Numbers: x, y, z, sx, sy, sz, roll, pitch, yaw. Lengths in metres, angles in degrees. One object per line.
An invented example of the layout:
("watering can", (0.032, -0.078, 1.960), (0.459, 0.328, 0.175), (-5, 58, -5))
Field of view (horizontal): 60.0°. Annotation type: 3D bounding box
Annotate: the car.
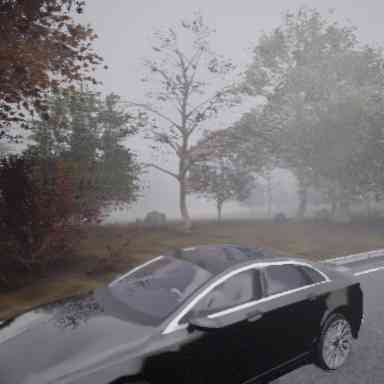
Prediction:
("car", (0.168, 1.482, 4.104), (4.902, 1.511, 2.128), (0, 0, -35))
